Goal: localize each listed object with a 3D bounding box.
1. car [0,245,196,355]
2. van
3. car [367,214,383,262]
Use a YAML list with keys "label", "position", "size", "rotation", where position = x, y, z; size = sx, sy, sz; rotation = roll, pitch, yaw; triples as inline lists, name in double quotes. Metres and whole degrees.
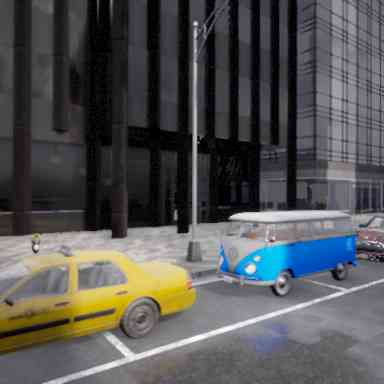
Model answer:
- label: "car"
  position: [-2.202, 1.539, 5.078]
  size: [4.829, 1.417, 1.752]
  rotation: [0, 0, -36]
- label: "van"
  position: [2.497, 1.384, 8.445]
  size: [3.998, 1.788, 1.690]
  rotation: [0, 0, -36]
- label: "car"
  position: [7.056, 1.511, 11.711]
  size: [4.097, 1.590, 1.967]
  rotation: [0, 0, -36]
